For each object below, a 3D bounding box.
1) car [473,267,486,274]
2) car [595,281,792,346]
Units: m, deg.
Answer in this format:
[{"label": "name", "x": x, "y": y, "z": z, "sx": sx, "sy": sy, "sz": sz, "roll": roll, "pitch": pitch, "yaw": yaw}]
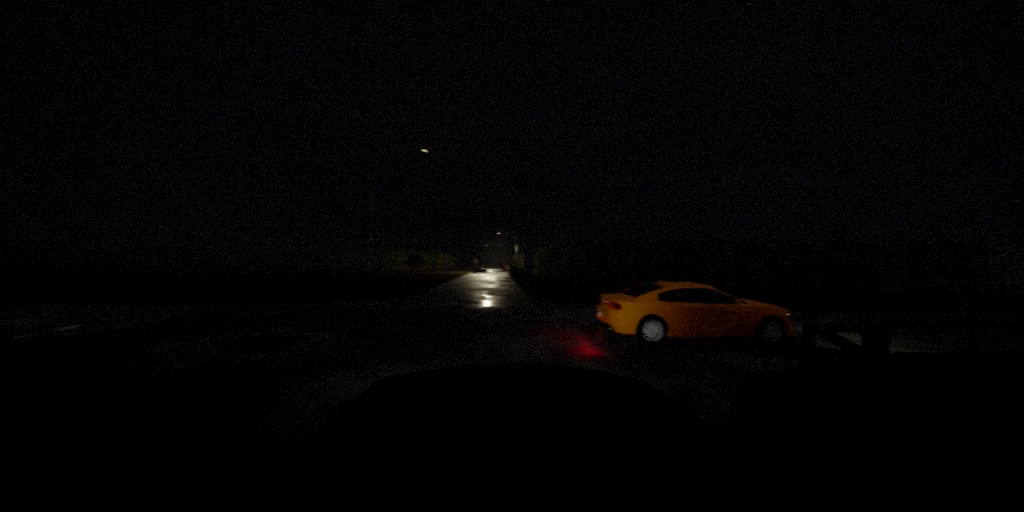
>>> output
[{"label": "car", "x": -5.512, "y": 2.316, "z": 61.260, "sx": 1.994, "sy": 1.385, "sz": 4.181, "roll": 1, "pitch": -1, "yaw": -3}, {"label": "car", "x": 4.849, "y": 1.451, "z": 9.809, "sx": 5.008, "sy": 1.535, "sz": 1.882, "roll": 1, "pitch": 1, "yaw": -3}]
